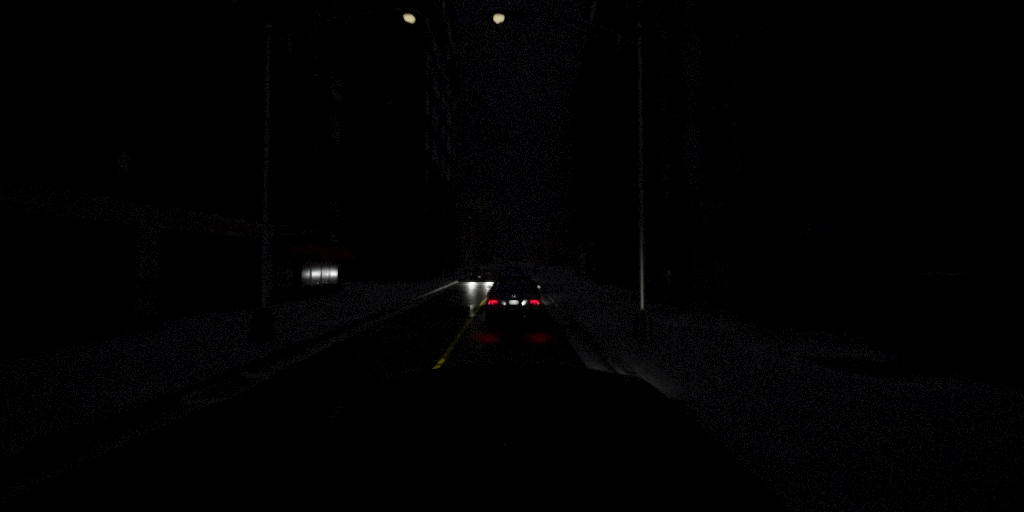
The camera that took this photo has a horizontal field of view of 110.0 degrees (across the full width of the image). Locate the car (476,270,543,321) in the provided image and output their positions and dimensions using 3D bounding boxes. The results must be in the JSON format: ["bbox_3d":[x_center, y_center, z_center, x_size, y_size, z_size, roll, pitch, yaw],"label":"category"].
[{"bbox_3d":[0.071,1.403,12.857,2.033,1.411,5.357,0,0,0],"label":"car"}]

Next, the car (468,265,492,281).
[{"bbox_3d":[-2.817,1.547,33.282,1.812,1.442,4.674,0,0,0],"label":"car"}]

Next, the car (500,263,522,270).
[{"bbox_3d":[0.081,1.528,27.816,2.033,1.411,5.357,0,0,1],"label":"car"}]
